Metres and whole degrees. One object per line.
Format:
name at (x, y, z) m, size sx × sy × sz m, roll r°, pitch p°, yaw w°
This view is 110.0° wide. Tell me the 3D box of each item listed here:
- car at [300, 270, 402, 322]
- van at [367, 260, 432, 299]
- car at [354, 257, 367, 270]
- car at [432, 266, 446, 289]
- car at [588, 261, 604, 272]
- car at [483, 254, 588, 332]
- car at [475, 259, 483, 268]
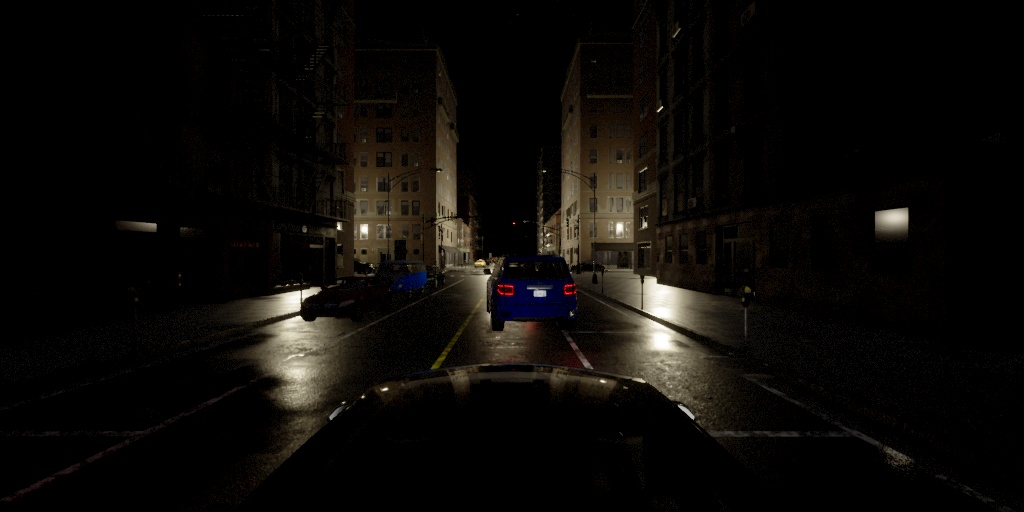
car at (-5.389, 1.332, 12.231) m, size 1.802 × 1.307 × 4.207 m, roll 0°, pitch 0°, yaw 0°
van at (-5.385, 1.091, 17.638) m, size 1.690 × 1.789 × 3.998 m, roll 0°, pitch 0°, yaw 0°
car at (-18.212, 1.066, 40.095) m, size 5.566 × 2.045 × 2.150 m, roll 0°, pitch 0°, yaw 0°
car at (-5.381, 1.301, 23.044) m, size 2.007 × 1.370 × 4.403 m, roll 0°, pitch 0°, yaw 0°
car at (8.837, 1.256, 42.938) m, size 4.181 × 1.385 × 1.994 m, roll 0°, pitch 0°, yaw -3°
car at (0.365, 0.971, 11.071) m, size 2.150 × 2.045 × 5.566 m, roll 0°, pitch 0°, yaw -6°
car at (-5.362, 1.276, 60.837) m, size 1.751 × 1.417 × 4.829 m, roll 0°, pitch 0°, yaw 0°
